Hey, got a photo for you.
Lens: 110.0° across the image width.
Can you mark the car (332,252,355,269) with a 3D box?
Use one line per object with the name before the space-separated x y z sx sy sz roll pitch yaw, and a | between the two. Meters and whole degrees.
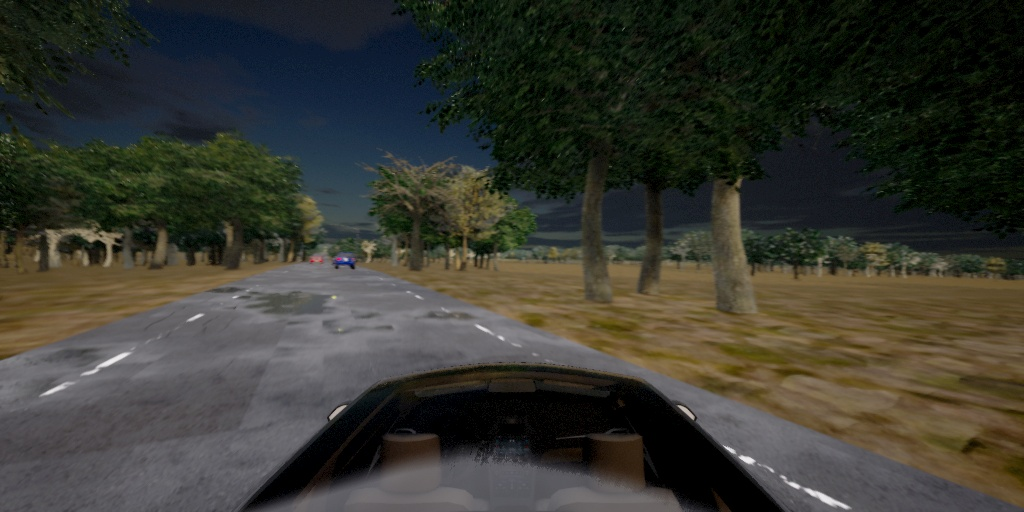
car | -21.376 0.595 45.905 2.150 2.045 5.566 2 -2 -28
